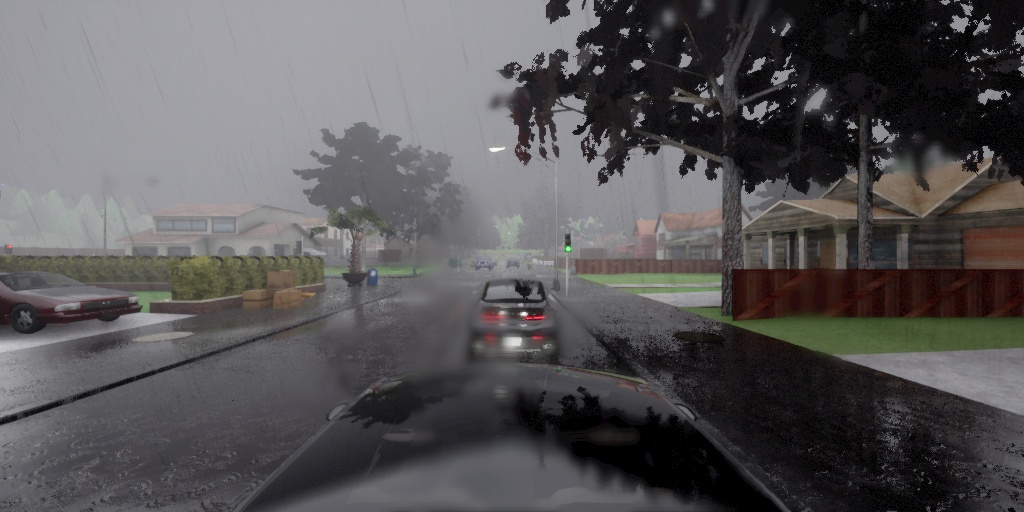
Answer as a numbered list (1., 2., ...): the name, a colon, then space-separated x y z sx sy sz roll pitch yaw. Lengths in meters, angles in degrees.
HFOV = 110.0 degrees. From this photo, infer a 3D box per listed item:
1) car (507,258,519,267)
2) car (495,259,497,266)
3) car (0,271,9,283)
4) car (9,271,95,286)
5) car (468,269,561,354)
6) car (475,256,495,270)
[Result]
1. car: 0.159 1.101 65.192 2.097 1.767 4.553 0 0 0
2. car: -4.013 1.241 62.288 2.128 1.511 4.902 0 0 0
3. car: -43.845 1.241 30.838 4.902 1.511 2.128 0 0 0
4. car: -33.613 1.102 26.735 4.553 1.767 2.097 0 0 0
5. car: 0.058 1.256 8.716 1.837 1.490 4.892 0 0 1
6. car: -4.050 0.971 52.238 2.150 2.045 5.566 0 0 0
